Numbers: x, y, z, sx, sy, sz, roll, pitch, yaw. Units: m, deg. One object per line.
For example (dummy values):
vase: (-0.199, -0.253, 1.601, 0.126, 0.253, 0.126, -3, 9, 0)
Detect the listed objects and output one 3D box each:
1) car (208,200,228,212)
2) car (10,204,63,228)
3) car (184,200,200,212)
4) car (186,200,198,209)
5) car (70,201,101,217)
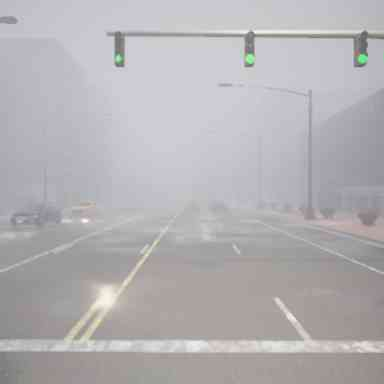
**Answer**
car: (3.507, 1.830, 43.304, 1.994, 1.385, 4.181, 0, -1, 0)
car: (-10.557, 1.566, 22.916, 2.128, 1.511, 4.902, 0, 0, 0)
car: (0.005, 1.731, 42.008, 1.882, 1.535, 5.008, 0, -1, 0)
car: (0.006, 1.951, 52.455, 1.895, 1.301, 4.718, 0, -1, 0)
car: (-10.519, 1.646, 33.069, 1.882, 1.535, 5.008, 0, -1, 0)
